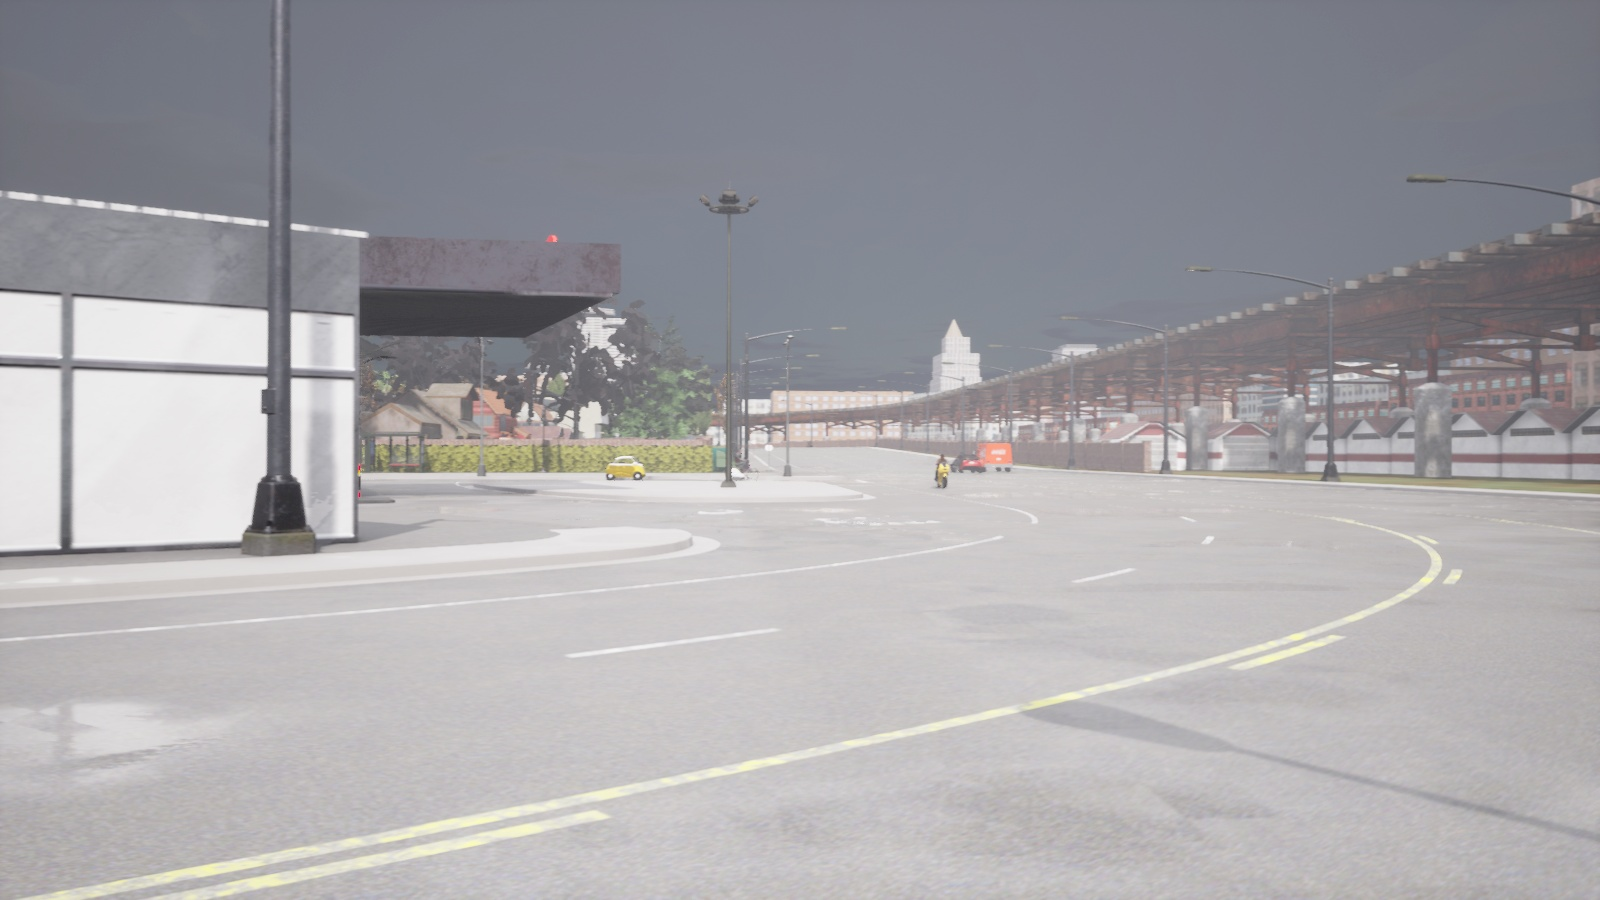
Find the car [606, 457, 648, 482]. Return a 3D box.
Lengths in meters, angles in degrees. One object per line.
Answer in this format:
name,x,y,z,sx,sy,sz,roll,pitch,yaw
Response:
car,-9.701,1.068,70.477,2.207,1.376,1.481,0,0,-4

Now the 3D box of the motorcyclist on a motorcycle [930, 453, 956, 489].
motorcyclist on a motorcycle,6.230,0.905,54.639,0.797,1.523,2.044,0,0,-3
